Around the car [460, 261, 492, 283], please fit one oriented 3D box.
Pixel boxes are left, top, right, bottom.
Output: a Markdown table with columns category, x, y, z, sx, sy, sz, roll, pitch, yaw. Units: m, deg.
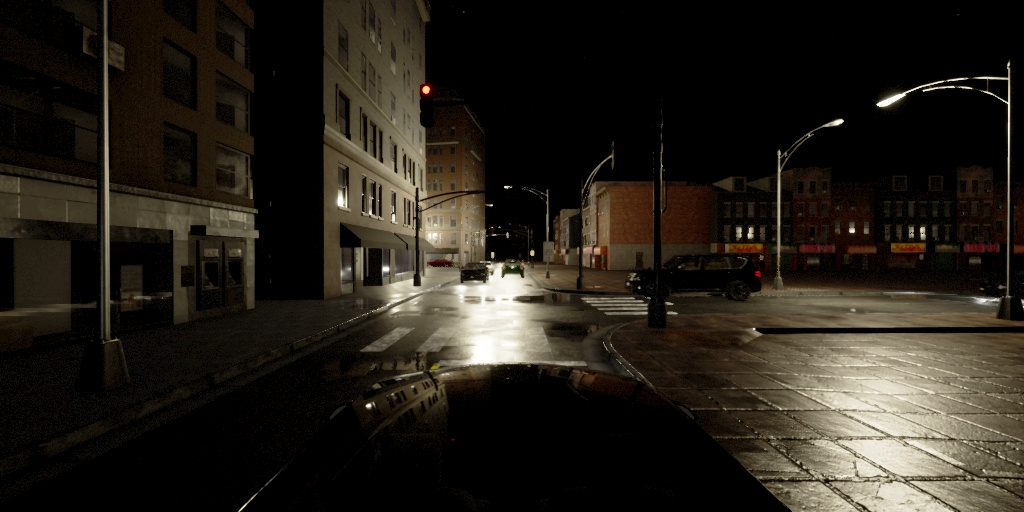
| category | x | y | z | sx | sy | sz | roll | pitch | yaw |
| --- | --- | --- | --- | --- | --- | --- | --- | --- | --- |
| car | -2.838 | 1.231 | 27.929 | 1.882 | 1.535 | 5.008 | 0 | 0 | 0 |

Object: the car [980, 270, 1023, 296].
| category | x | y | z | sx | sy | sz | roll | pitch | yaw |
| --- | --- | --- | --- | --- | --- | --- | --- | --- | --- |
| car | 23.978 | 1.216 | 16.074 | 4.181 | 1.385 | 1.994 | 0 | 0 | 0 |

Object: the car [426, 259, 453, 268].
| category | x | y | z | sx | sy | sz | roll | pitch | yaw |
| --- | --- | --- | --- | --- | --- | --- | --- | --- | --- |
| car | -12.869 | 1.304 | 63.038 | 5.008 | 1.535 | 1.882 | 0 | 0 | 10 |

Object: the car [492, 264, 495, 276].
| category | x | y | z | sx | sy | sz | roll | pitch | yaw |
| --- | --- | --- | --- | --- | --- | --- | --- | --- | --- |
| car | -2.852 | 1.282 | 38.077 | 1.812 | 1.442 | 4.674 | 0 | 0 | 0 |

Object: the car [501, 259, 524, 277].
| category | x | y | z | sx | sy | sz | roll | pitch | yaw |
| --- | --- | --- | --- | --- | --- | --- | --- | --- | --- |
| car | 0.068 | 1.106 | 35.101 | 2.097 | 1.767 | 4.553 | 0 | 0 | 0 |

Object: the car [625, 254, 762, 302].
| category | x | y | z | sx | sy | sz | roll | pitch | yaw |
| --- | --- | --- | --- | --- | --- | --- | --- | --- | --- |
| car | 8.073 | 0.936 | 16.216 | 5.566 | 2.045 | 2.150 | 0 | 0 | 4 |
